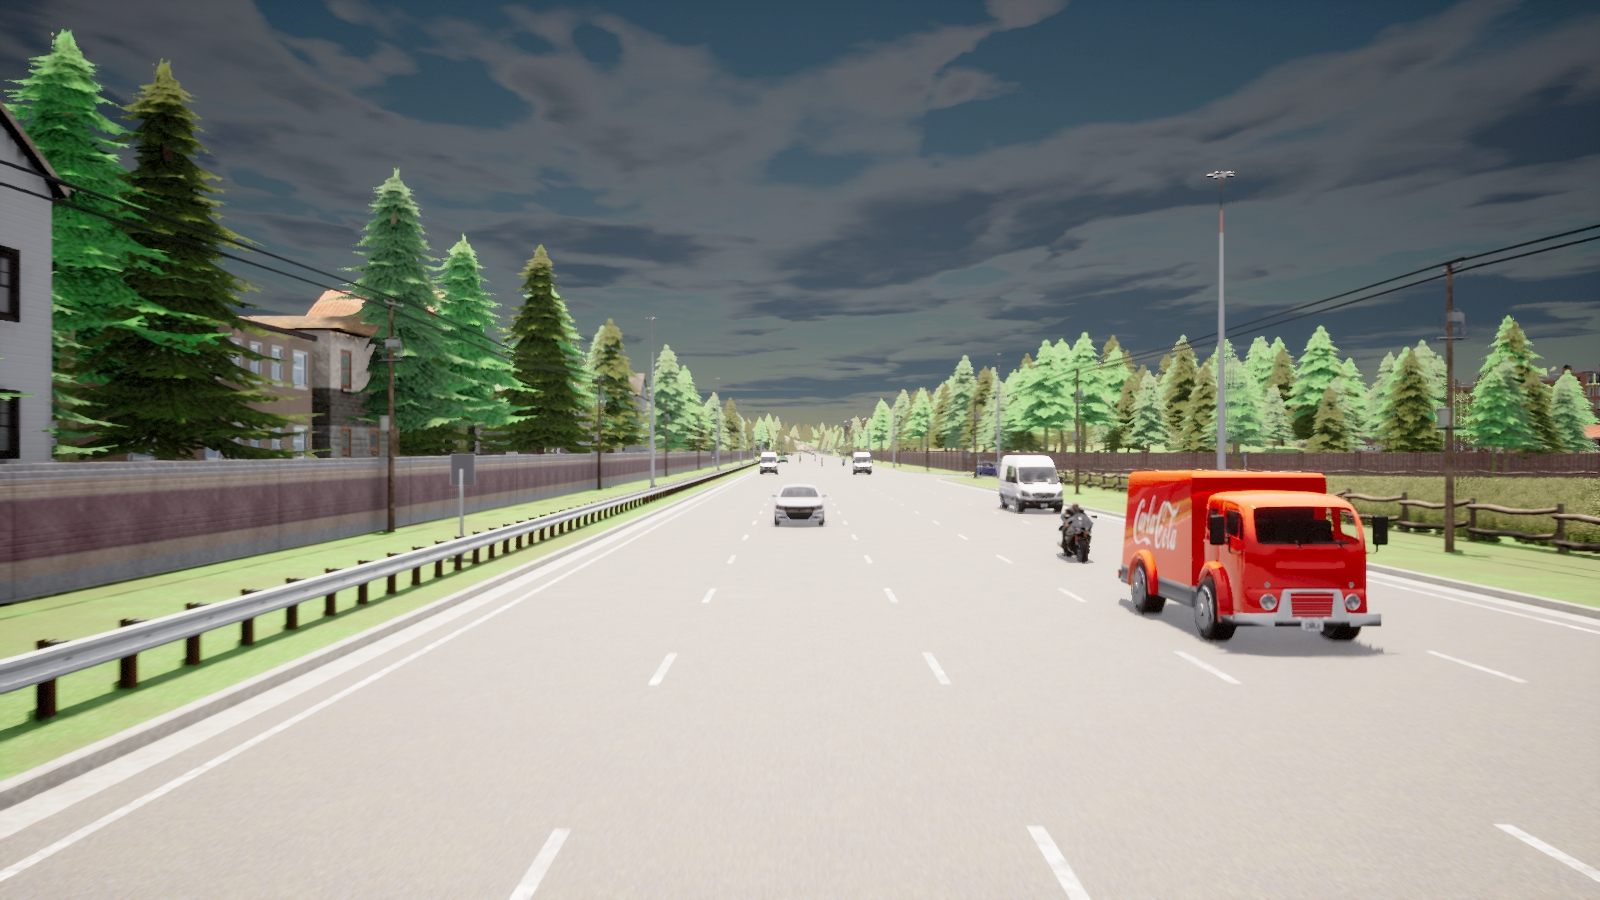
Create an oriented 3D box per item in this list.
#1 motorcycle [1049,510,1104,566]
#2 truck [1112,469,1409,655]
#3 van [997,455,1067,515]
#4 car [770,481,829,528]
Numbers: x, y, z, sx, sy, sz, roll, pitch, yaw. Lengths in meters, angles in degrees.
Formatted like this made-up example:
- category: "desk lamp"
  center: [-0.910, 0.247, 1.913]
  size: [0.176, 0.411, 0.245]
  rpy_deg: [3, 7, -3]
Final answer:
- category: "motorcycle"
  center: [7.001, 2.205, 29.075]
  size: [0.867, 1.251, 2.209]
  rpy_deg: [0, 0, 0]
- category: "truck"
  center: [7.000, 1.570, 18.214]
  size: [2.627, 2.467, 5.204]
  rpy_deg: [0, 0, 0]
- category: "van"
  center: [10.499, 1.534, 52.091]
  size: [1.988, 2.561, 5.915]
  rpy_deg: [0, 0, 0]
- category: "car"
  center: [-0.023, 2.034, 43.497]
  size: [2.097, 1.535, 5.006]
  rpy_deg: [0, 0, 0]
